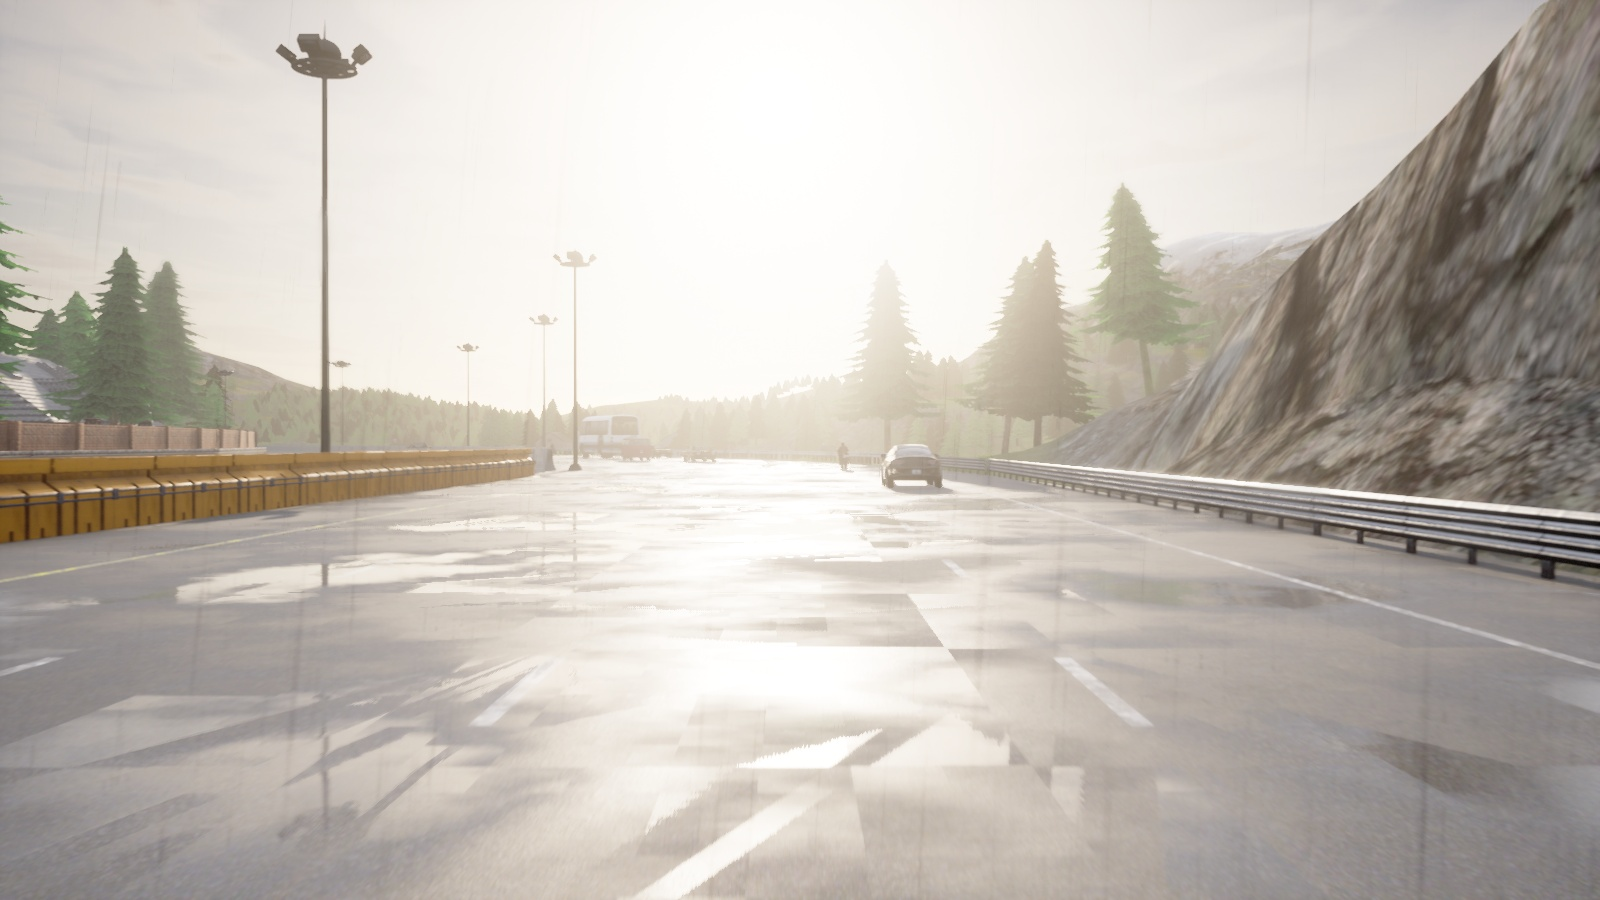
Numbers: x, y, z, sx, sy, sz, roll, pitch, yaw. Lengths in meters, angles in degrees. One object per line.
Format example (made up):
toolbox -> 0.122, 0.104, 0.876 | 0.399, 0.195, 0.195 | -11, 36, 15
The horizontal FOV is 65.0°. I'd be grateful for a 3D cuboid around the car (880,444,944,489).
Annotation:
car -> 3.789, 0.532, 43.177 | 1.812, 1.442, 4.674 | 0, 0, 0
